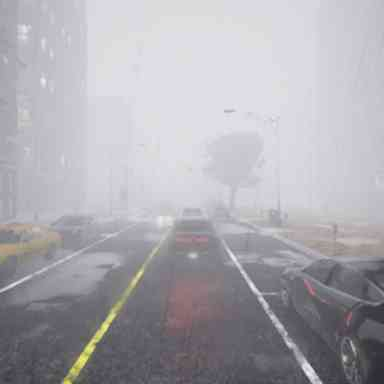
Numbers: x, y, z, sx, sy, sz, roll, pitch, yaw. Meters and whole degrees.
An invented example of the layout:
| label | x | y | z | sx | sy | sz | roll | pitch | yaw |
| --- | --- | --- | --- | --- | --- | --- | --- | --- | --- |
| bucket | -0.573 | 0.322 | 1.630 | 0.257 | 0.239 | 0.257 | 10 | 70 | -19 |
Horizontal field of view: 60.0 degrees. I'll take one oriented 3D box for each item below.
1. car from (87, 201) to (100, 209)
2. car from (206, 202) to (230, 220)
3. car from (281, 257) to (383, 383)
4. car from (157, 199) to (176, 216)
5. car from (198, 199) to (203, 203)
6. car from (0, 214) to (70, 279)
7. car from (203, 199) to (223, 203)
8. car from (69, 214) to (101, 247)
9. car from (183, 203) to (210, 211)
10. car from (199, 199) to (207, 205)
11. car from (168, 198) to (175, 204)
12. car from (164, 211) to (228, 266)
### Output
| label | x | y | z | sx | sy | sz | roll | pitch | yaw |
| --- | --- | --- | --- | --- | --- | --- | --- | --- | --- |
| car | -16.424 | 1.940 | 51.209 | 4.403 | 1.369 | 2.008 | 1 | -2 | -1 |
| car | 2.693 | 1.945 | 32.702 | 1.947 | 1.339 | 4.313 | 0 | -1 | 0 |
| car | 2.693 | 1.624 | 5.089 | 1.947 | 1.339 | 4.313 | 0 | -1 | 0 |
| car | -3.045 | 1.948 | 39.176 | 2.128 | 1.511 | 4.902 | 0 | -1 | 1 |
| car | 2.692 | 2.385 | 70.611 | 1.887 | 1.381 | 4.507 | 0 | -1 | 0 |
| car | -5.688 | 1.644 | 10.443 | 1.752 | 1.417 | 4.829 | 0 | -1 | 0 |
| car | 2.693 | 1.760 | 38.228 | 2.192 | 1.841 | 5.009 | 0 | -1 | 0 |
| car | -5.688 | 1.750 | 16.135 | 1.947 | 1.339 | 4.313 | 0 | -1 | 0 |
| car | 0.028 | 1.838 | 25.213 | 2.033 | 1.411 | 5.357 | 0 | -1 | 1 |
| car | 2.692 | 2.510 | 81.845 | 1.752 | 1.417 | 4.829 | 0 | -1 | 0 |
| car | -5.688 | 2.567 | 92.741 | 1.967 | 1.590 | 4.097 | 0 | -1 | 0 |
| car | 0.047 | 1.639 | 11.999 | 1.837 | 1.490 | 4.892 | 0 | -1 | 0 |
